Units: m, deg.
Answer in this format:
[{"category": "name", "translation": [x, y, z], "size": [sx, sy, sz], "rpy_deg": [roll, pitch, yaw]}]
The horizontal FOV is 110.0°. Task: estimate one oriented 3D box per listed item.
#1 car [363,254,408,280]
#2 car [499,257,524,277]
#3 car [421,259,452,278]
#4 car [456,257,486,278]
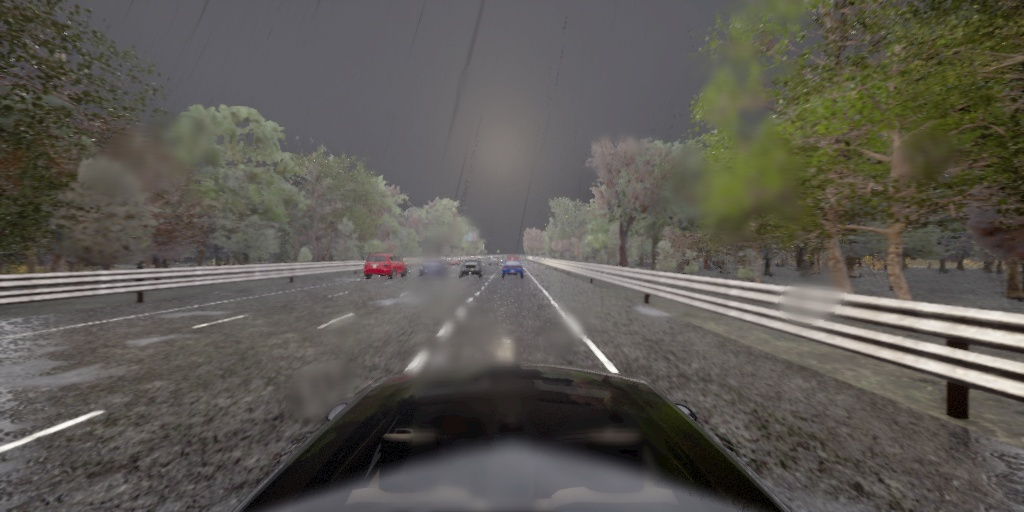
[{"category": "car", "translation": [-10.462, 0.857, 30.049], "size": [2.150, 2.045, 5.566], "rpy_deg": [0, 1, 0]}, {"category": "car", "translation": [0.069, 1.098, 32.869], "size": [1.882, 1.535, 5.008], "rpy_deg": [0, 1, 1]}, {"category": "car", "translation": [-6.937, 1.149, 32.378], "size": [1.812, 1.442, 4.674], "rpy_deg": [0, 0, 1]}, {"category": "car", "translation": [-3.438, 1.131, 32.021], "size": [1.837, 1.490, 4.892], "rpy_deg": [0, 1, 1]}]
